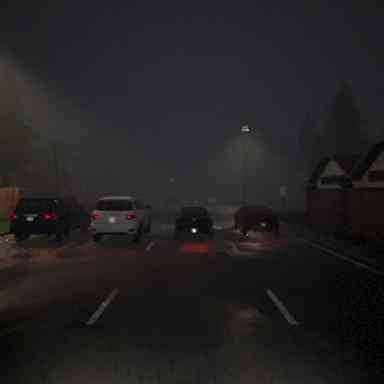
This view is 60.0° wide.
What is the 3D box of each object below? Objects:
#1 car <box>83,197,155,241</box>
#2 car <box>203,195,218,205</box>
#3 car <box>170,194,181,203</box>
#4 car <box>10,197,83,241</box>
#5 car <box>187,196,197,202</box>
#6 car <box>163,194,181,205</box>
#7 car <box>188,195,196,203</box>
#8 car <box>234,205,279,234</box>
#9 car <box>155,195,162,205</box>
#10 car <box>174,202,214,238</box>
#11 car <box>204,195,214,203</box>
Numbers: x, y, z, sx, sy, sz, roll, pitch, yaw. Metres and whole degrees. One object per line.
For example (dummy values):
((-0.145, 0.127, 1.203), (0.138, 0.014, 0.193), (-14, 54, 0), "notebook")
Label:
((-3.401, 1.245, 16.823), (2.150, 2.045, 5.566), (0, 0, 0), "car")
((3.497, 1.610, 60.303), (1.812, 1.442, 4.674), (0, 0, 0), "car")
((-3.504, 1.302, 70.277), (2.097, 1.767, 4.553), (0, 0, 0), "car")
((-6.901, 1.245, 16.861), (2.150, 2.045, 5.566), (0, 0, 0), "car")
((-0.003, 1.685, 60.333), (1.895, 1.301, 4.718), (0, 0, 0), "car")
((-3.503, 1.305, 59.918), (2.150, 2.045, 5.566), (0, 0, 0), "car")
((-0.004, 1.471, 70.307), (1.812, 1.442, 4.674), (0, 0, 0), "car")
((3.599, 1.505, 19.300), (1.882, 1.535, 5.008), (0, 0, 0), "car")
((-7.003, 1.610, 60.302), (1.812, 1.442, 4.674), (0, 0, 0), "car")
((0.099, 1.530, 17.841), (1.837, 1.490, 4.892), (0, 0, 0), "car")
((3.496, 1.447, 70.307), (1.837, 1.490, 4.892), (0, 0, 0), "car")
